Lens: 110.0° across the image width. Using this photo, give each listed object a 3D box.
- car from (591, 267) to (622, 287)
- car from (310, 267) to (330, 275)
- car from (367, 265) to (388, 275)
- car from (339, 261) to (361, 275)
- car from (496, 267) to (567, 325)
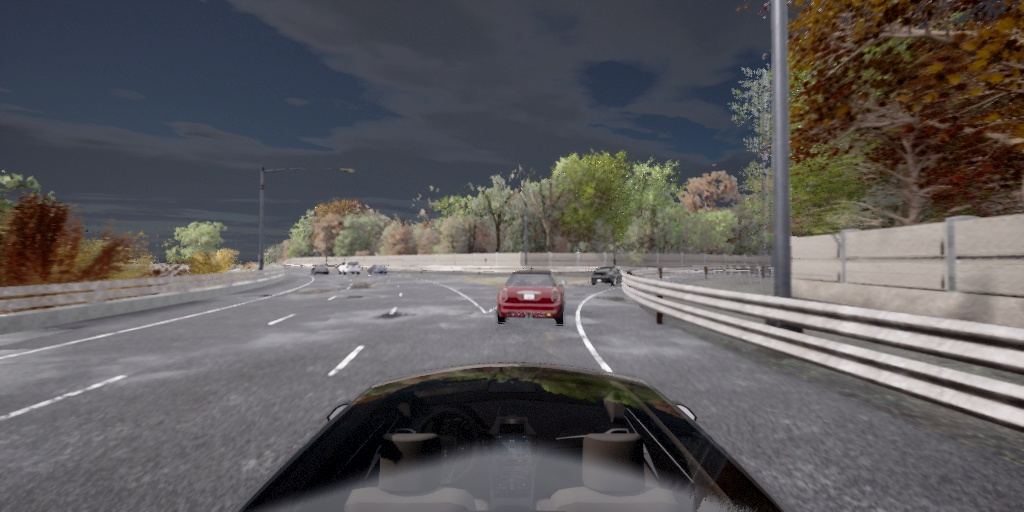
[{"bbox_3d":[8.125,1.675,29.665,1.837,1.490,4.892,-2,-1,35],"label":"car"},{"bbox_3d":[-28.052,2.074,52.362,1.994,1.385,4.181,1,-1,-37],"label":"car"},{"bbox_3d":[-20.030,2.071,53.268,2.033,1.411,5.357,1,-1,-35],"label":"car"},{"bbox_3d":[-23.865,1.737,52.653,2.150,2.045,5.566,1,-1,-36],"label":"car"},{"bbox_3d":[0.844,1.268,12.824,2.097,1.767,4.553,0,-1,9],"label":"car"}]
